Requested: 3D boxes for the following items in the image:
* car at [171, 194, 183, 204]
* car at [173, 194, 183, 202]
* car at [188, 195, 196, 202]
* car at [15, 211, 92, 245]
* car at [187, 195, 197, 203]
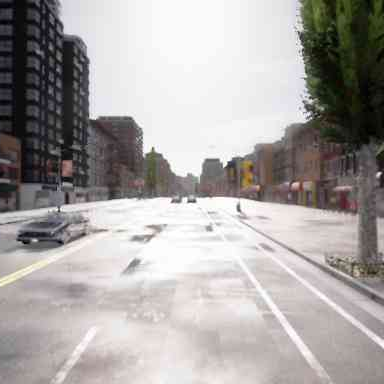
[{"bbox_3d":[-3.267,1.604,68.073,2.033,1.411,5.357,0,0,0],"label":"car"},{"bbox_3d":[-3.267,1.320,78.380,2.097,1.767,4.553,0,0,0],"label":"car"},{"bbox_3d":[-0.017,1.443,78.410,1.882,1.535,5.008,0,0,0],"label":"car"},{"bbox_3d":[-6.554,1.661,16.538,2.033,1.411,5.357,0,0,0],"label":"car"},{"bbox_3d":[-0.017,1.611,68.508,1.994,1.385,4.181,0,0,0],"label":"car"}]
